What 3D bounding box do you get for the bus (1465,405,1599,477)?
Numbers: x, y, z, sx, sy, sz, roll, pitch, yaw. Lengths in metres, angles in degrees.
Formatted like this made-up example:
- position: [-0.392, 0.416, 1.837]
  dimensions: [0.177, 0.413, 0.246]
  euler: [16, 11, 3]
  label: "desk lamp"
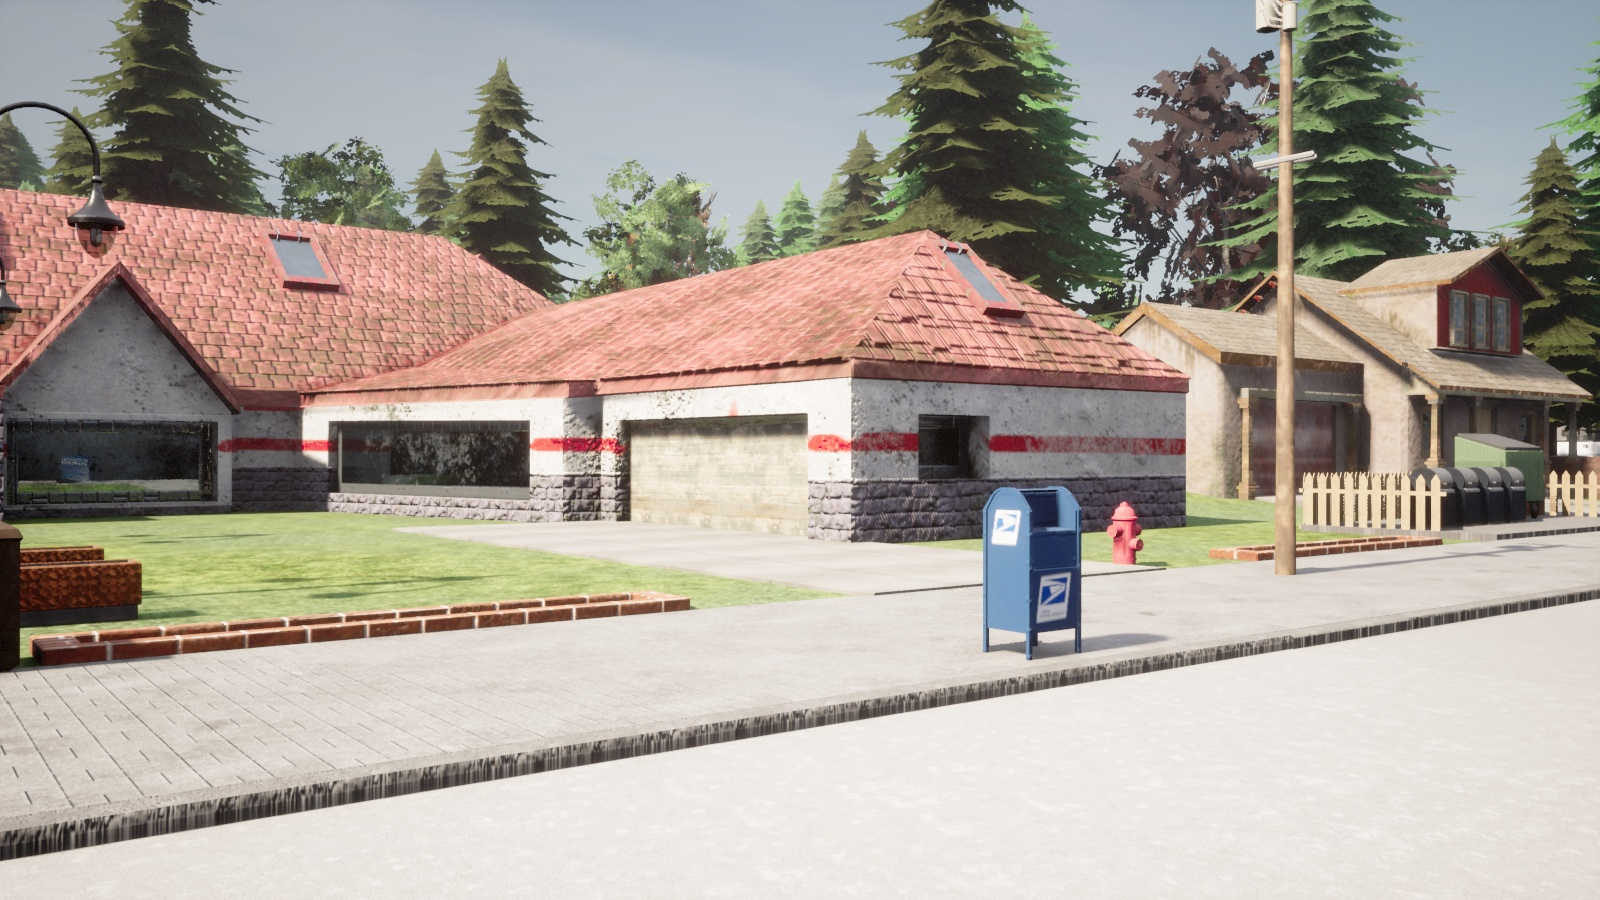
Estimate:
- position: [47.497, -0.542, 77.922]
  dimensions: [3.944, 4.253, 10.273]
  euler: [0, 0, -37]
  label: "bus"
